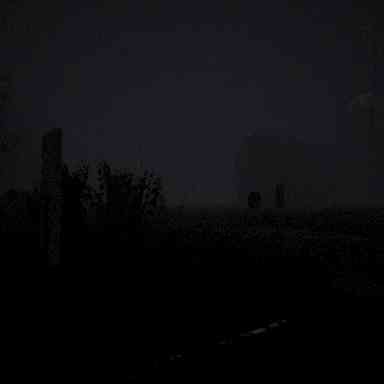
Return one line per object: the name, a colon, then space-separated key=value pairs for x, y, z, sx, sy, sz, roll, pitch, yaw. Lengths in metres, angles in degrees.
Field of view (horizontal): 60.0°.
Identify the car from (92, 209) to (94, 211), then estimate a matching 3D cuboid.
car: x=-13.604 y=2.156 z=48.443 sx=1.994 sy=1.385 sz=4.181 roll=1 pitch=-1 yaw=-34
